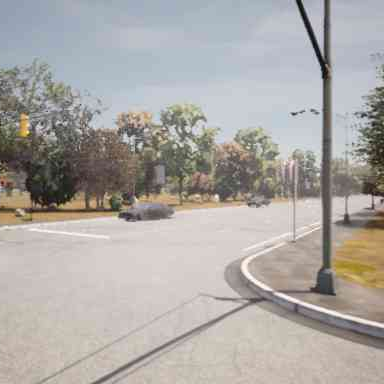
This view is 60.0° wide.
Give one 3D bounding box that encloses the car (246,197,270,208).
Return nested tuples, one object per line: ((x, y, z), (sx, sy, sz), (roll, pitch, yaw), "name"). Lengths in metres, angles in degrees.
((9.602, 1.399, 47.876), (2.033, 1.411, 5.357), (0, 0, 32), "car")

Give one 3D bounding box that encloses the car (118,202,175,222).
((-3.541, 1.548, 27.043), (2.033, 1.411, 5.357), (0, 0, 32), "car")
